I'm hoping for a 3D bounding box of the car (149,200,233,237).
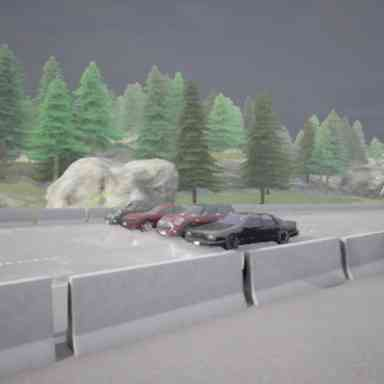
[{"bbox_3d":[0.452,1.381,17.209,4.553,1.767,2.097,0,0,-35],"label":"car"}]

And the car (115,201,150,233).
[{"bbox_3d":[-1.708,1.506,19.968,5.008,1.535,1.882,0,0,-35],"label":"car"}]

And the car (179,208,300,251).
[{"bbox_3d":[2.348,1.576,14.265,5.357,1.411,2.033,0,0,-35],"label":"car"}]

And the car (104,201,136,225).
[{"bbox_3d":[-3.655,1.380,22.878,4.553,1.767,2.097,0,0,-35],"label":"car"}]
